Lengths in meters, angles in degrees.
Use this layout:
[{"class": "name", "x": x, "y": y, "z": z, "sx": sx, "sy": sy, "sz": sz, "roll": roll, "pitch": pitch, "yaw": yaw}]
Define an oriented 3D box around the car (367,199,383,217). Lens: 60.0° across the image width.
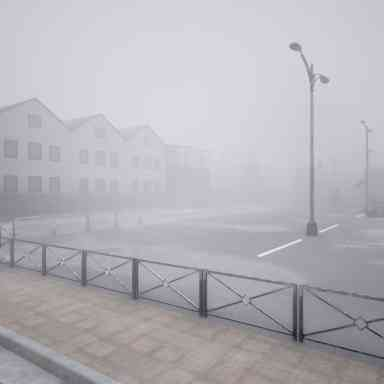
[{"class": "car", "x": 15.385, "y": 1.298, "z": 26.832, "sx": 2.007, "sy": 1.523, "sz": 4.514, "roll": 0, "pitch": 0, "yaw": 35}]
